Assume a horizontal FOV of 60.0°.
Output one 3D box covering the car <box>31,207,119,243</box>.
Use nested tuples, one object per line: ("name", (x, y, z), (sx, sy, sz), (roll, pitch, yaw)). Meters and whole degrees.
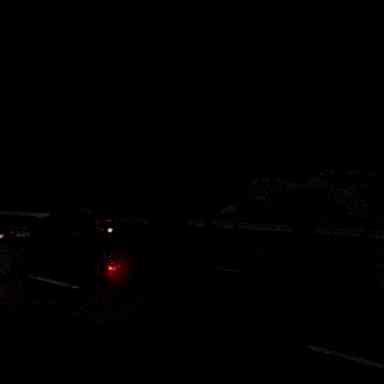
("car", (-5.653, 1.479, 15.861), (4.892, 1.490, 1.837), (-2, -1, 32))

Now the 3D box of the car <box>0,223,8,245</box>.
("car", (-7.371, 1.537, 8.692), (5.357, 1.411, 2.033), (0, 0, 32))

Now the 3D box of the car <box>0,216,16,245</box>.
("car", (-9.338, 1.508, 13.991), (4.674, 1.442, 1.812), (0, 0, 31))
